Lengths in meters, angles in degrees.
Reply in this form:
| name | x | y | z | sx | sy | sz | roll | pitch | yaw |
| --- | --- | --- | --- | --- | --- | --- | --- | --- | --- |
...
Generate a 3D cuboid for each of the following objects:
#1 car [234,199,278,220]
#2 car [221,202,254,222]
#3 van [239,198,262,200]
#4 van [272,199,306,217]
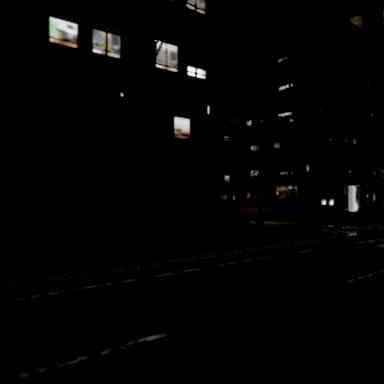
| name | x | y | z | sx | sy | sz | roll | pitch | yaw |
| --- | --- | --- | --- | --- | --- | --- | --- | --- | --- |
| car | 5.176 | 1.735 | 30.923 | 1.882 | 1.535 | 5.008 | 0 | -1 | -36 |
| car | 3.050 | 1.853 | 29.487 | 1.802 | 1.307 | 4.206 | -1 | 0 | -36 |
| van | 6.501 | 1.646 | 38.910 | 1.690 | 1.788 | 3.998 | -1 | 0 | -36 |
| van | 9.803 | 1.572 | 34.384 | 1.690 | 1.788 | 3.998 | -1 | 0 | -36 |
